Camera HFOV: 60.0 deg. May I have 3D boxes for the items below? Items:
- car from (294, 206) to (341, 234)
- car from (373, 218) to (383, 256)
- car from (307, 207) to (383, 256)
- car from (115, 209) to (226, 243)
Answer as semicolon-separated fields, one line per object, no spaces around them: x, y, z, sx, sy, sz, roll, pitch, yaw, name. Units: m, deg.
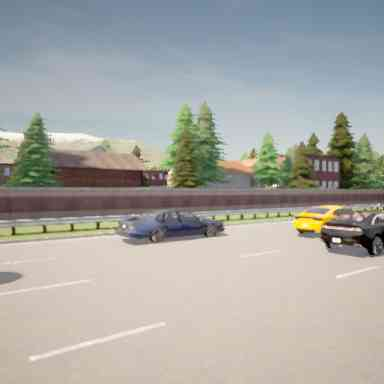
7.530;1.460;17.717;5.008;1.535;1.882;0;0;-36;car
7.198;1.481;8.883;4.902;1.511;2.128;0;0;-36;car
7.048;1.478;13.076;4.902;1.511;2.128;0;0;-36;car
-0.918;1.539;15.991;5.357;1.411;2.033;0;0;-36;car
